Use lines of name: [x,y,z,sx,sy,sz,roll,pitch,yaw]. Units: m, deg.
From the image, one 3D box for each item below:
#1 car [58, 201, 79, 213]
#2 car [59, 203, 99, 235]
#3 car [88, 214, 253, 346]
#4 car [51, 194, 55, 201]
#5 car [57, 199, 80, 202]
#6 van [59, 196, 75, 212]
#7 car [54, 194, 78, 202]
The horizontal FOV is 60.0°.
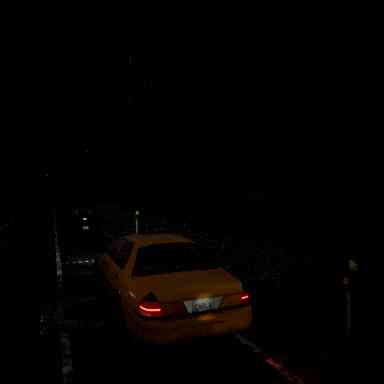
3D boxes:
car: [-8.296,1.552,23.743,2.008,1.369,4.403,0,0,-23]
car: [-6.160,1.552,18.650,2.008,1.369,4.403,0,0,-23]
car: [-0.844,1.457,6.730,1.801,1.575,5.366,0,0,-23]
car: [-31.948,1.470,79.387,1.967,1.590,4.097,0,0,-24]
car: [-10.433,1.567,28.837,1.947,1.339,4.313,0,0,-23]
van: [-14.706,1.343,39.024,1.690,1.788,3.998,0,0,-23]
car: [-12.570,1.317,33.931,2.192,1.841,5.009,0,0,-23]
